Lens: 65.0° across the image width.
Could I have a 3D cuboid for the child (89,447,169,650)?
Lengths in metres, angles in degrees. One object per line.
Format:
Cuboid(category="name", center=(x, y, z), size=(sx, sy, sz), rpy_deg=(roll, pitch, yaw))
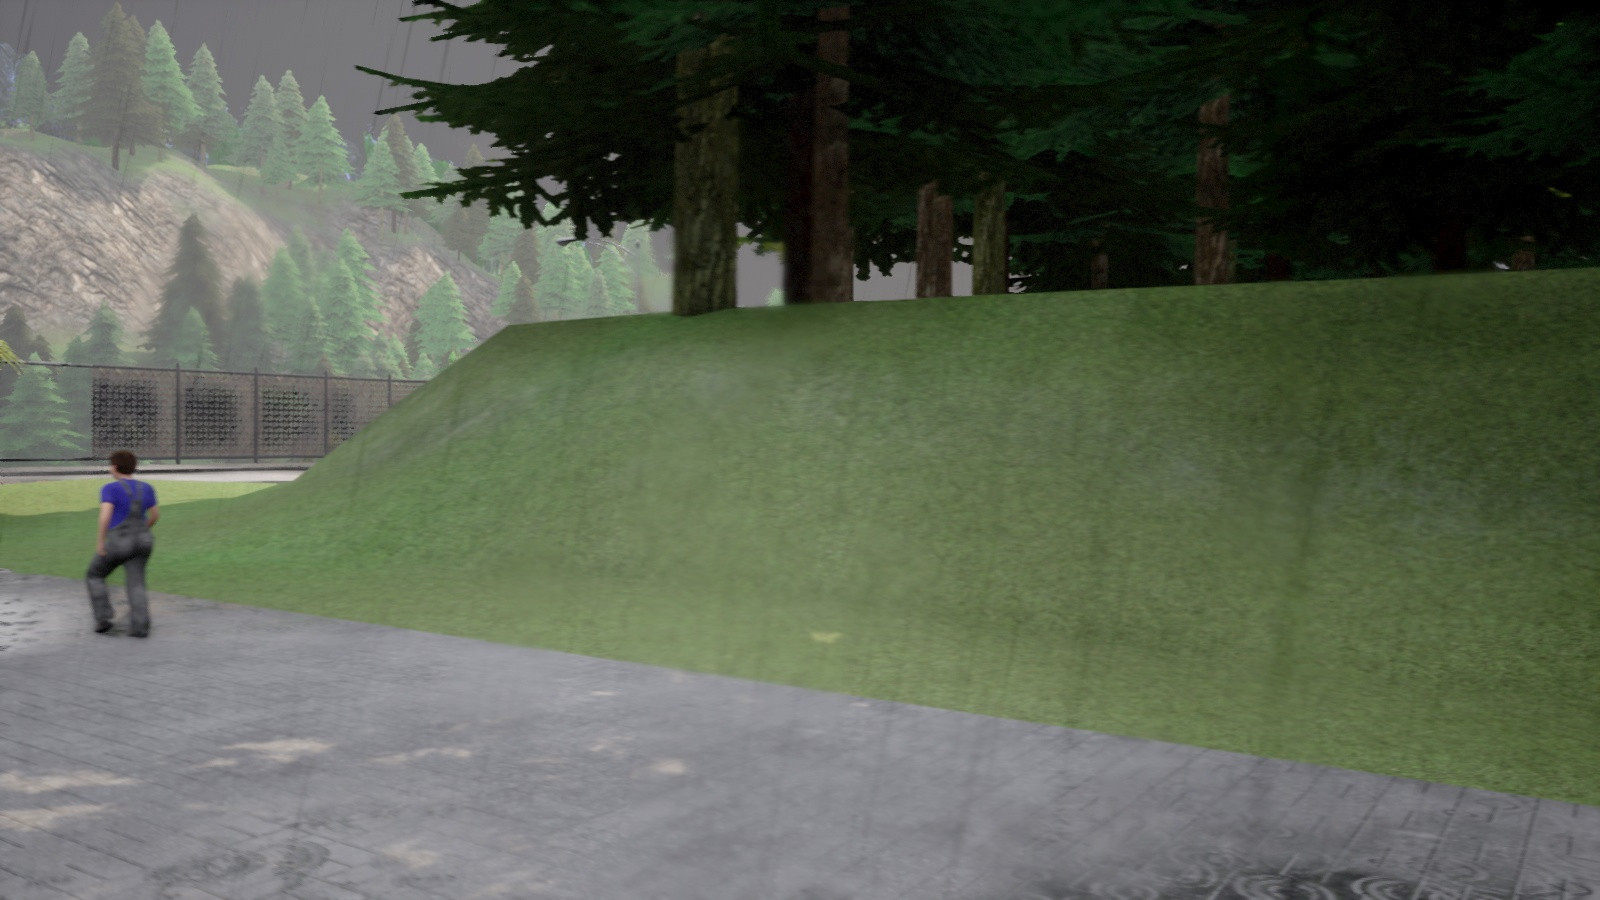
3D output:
Cuboid(category="child", center=(-4.311, 0.616, 8.071), size=(0.437, 1.263, 0.270), rpy_deg=(0, 1, 36))
